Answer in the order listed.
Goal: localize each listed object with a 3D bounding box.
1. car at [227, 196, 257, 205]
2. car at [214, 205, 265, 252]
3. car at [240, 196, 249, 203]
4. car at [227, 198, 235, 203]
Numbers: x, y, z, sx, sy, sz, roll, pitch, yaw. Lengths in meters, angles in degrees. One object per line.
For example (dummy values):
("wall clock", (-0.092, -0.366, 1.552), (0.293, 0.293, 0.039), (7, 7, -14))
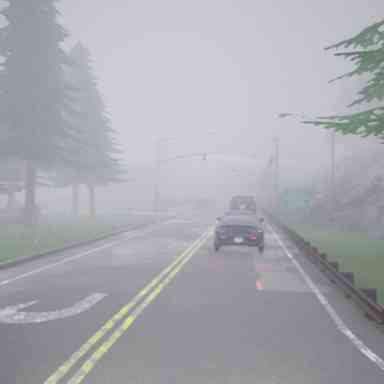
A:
("car", (4.281, 1.316, 27.979), (2.150, 2.045, 5.566), (0, 0, 9))
("car", (1.949, 1.472, 13.530), (1.812, 1.442, 4.674), (0, 0, 9))
("car", (13.458, 1.869, 84.793), (2.097, 1.767, 4.553), (0, -1, 9))
("car", (10.323, 2.249, 87.352), (1.994, 1.385, 4.181), (0, -1, 9))
